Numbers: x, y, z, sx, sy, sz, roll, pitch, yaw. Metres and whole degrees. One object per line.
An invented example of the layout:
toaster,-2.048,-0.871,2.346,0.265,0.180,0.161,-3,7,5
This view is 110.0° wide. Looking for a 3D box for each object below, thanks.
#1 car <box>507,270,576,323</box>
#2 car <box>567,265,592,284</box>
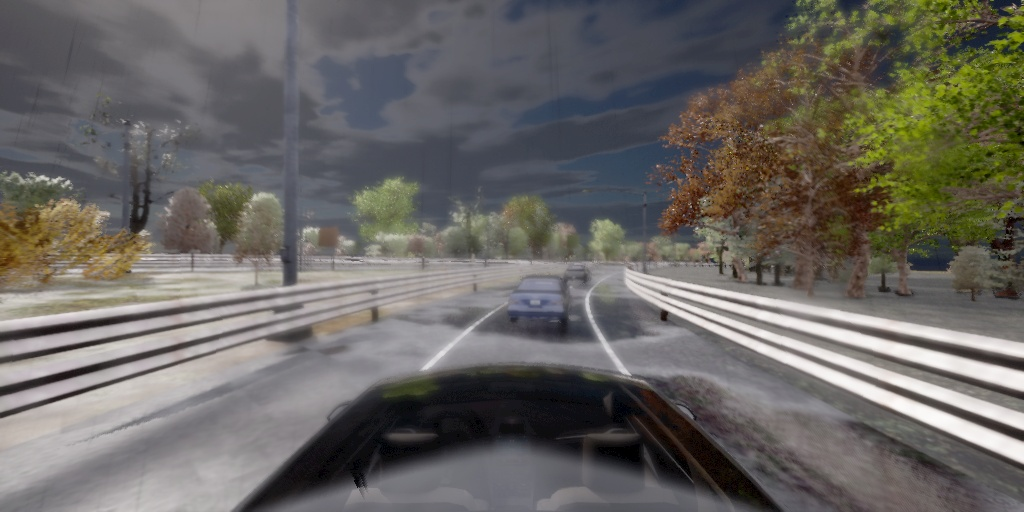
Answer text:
car,1.091,1.367,12.506,2.033,1.411,5.357,0,0,10
car,5.612,1.484,30.324,2.128,1.511,4.902,0,0,18
